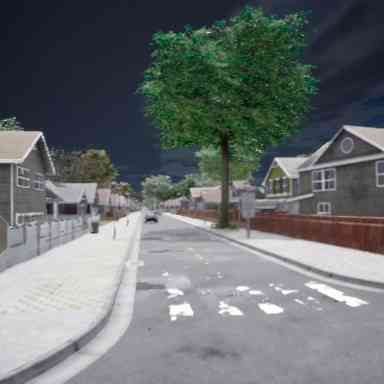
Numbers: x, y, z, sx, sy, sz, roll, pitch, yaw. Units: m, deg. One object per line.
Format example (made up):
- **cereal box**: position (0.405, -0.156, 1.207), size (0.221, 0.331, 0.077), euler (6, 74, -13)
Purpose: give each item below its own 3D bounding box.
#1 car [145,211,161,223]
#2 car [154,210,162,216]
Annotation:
- **car**: position (-6.148, 3.998, 50.255), size (1.895, 1.301, 4.718), euler (0, -3, -8)
- **car**: position (-9.178, 5.695, 90.143), size (2.128, 1.511, 4.902), euler (0, -3, -8)
